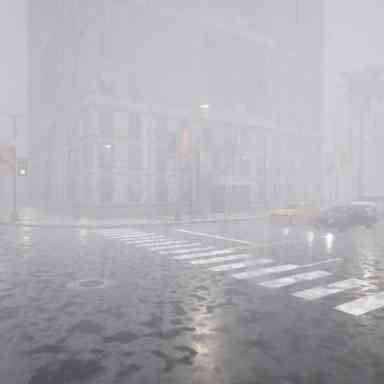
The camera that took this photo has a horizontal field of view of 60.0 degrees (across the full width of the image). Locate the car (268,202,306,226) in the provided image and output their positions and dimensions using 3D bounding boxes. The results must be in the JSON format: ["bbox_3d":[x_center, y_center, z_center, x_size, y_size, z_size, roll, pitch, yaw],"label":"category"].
[{"bbox_3d":[7.596,1.478,23.757,5.008,1.535,1.882,0,0,-35],"label":"car"}]

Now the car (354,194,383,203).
[{"bbox_3d":[15.985,1.221,29.520,5.566,2.045,2.150,0,0,-34],"label":"car"}]

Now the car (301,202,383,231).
[{"bbox_3d":[9.571,1.547,20.871,5.357,1.411,2.033,0,0,-35],"label":"car"}]
